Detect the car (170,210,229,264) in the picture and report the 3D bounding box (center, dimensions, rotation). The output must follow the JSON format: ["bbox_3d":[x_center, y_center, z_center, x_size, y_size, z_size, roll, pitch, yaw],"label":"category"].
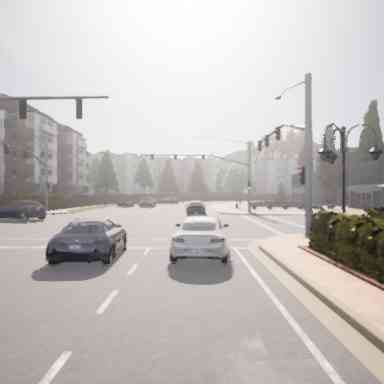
[{"bbox_3d":[0.345,1.572,11.914,1.812,1.442,4.674,0,0,5],"label":"car"}]

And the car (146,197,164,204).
[{"bbox_3d":[-7.621,1.817,68.882,1.994,1.385,4.181,0,0,18],"label":"car"}]

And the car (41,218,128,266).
[{"bbox_3d":[-3.520,1.608,11.786,1.994,1.385,4.181,0,0,-2],"label":"car"}]

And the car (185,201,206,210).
[{"bbox_3d":[0.350,1.632,33.325,1.837,1.490,4.892,0,0,0],"label":"car"}]

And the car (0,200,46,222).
[{"bbox_3d":[-14.543,1.458,27.661,4.553,1.767,2.097,0,0,17],"label":"car"}]

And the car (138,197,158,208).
[{"bbox_3d":[-6.972,1.550,51.762,2.097,1.767,4.553,0,0,2],"label":"car"}]

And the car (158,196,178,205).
[{"bbox_3d":[-4.526,1.615,67.227,2.097,1.767,4.553,0,-1,18],"label":"car"}]

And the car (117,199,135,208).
[{"bbox_3d":[-10.482,1.803,52.817,1.895,1.301,4.718,0,0,2],"label":"car"}]
